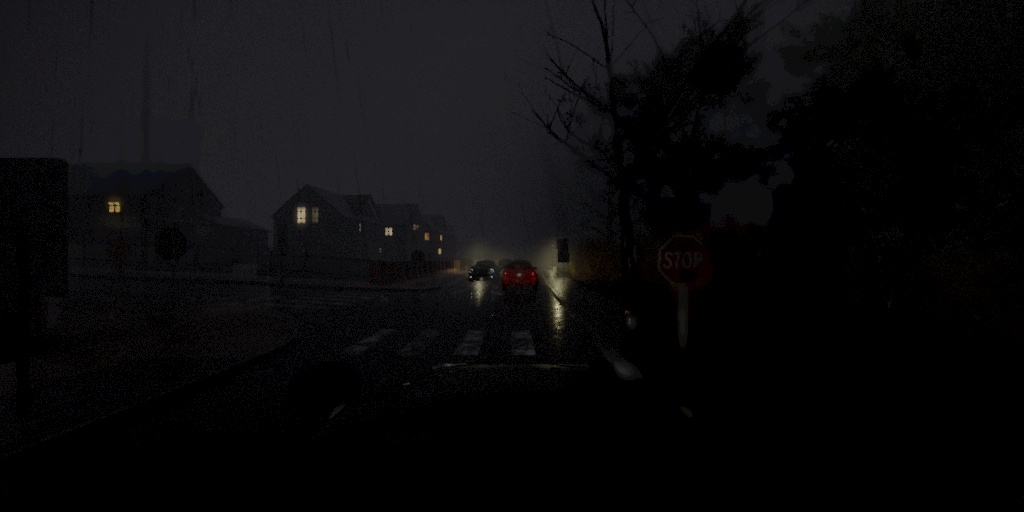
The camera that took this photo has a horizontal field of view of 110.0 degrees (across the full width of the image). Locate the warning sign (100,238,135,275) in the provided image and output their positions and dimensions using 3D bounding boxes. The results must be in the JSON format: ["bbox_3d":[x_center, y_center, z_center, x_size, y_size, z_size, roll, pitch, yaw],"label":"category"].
[{"bbox_3d":[-19.888,0.000,18.207,1.060,1.860,1.300,0,0,0],"label":"warning sign"}]

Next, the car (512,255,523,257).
[{"bbox_3d":[0.845,0.797,61.971,2.150,2.045,5.566,0,0,7],"label":"car"}]

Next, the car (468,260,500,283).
[{"bbox_3d":[-2.111,1.121,28.420,2.097,1.767,4.553,0,0,3],"label":"car"}]

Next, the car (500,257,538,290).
[{"bbox_3d":[0.568,1.109,22.823,2.097,1.767,4.553,0,0,2],"label":"car"}]
